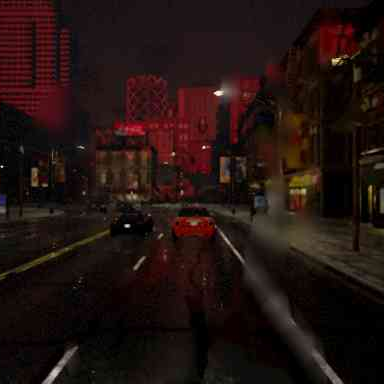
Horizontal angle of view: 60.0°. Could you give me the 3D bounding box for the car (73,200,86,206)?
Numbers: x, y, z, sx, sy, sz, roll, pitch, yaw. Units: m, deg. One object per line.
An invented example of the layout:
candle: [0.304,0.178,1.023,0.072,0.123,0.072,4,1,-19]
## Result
car: [-23.954,2.410,75.108,4.718,1.301,1.895,0,-1,30]

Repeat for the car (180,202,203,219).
car: [-0.137,1.875,35.142,2.128,1.511,4.902,0,-1,-3]

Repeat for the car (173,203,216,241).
car: [0.101,1.548,17.954,2.097,1.767,4.553,0,-1,0]

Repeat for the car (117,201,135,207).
car: [-8.535,1.969,42.530,1.837,1.490,4.892,1,-1,-17]

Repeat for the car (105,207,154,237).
car: [-3.400,1.777,19.475,1.994,1.385,4.181,0,-1,0]

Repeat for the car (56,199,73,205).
car: [-29.258,2.359,77.279,4.674,1.452,2.002,0,-1,20]

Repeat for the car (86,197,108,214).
car: [-11.851,1.676,41.805,2.150,2.045,5.566,1,-1,-17]
